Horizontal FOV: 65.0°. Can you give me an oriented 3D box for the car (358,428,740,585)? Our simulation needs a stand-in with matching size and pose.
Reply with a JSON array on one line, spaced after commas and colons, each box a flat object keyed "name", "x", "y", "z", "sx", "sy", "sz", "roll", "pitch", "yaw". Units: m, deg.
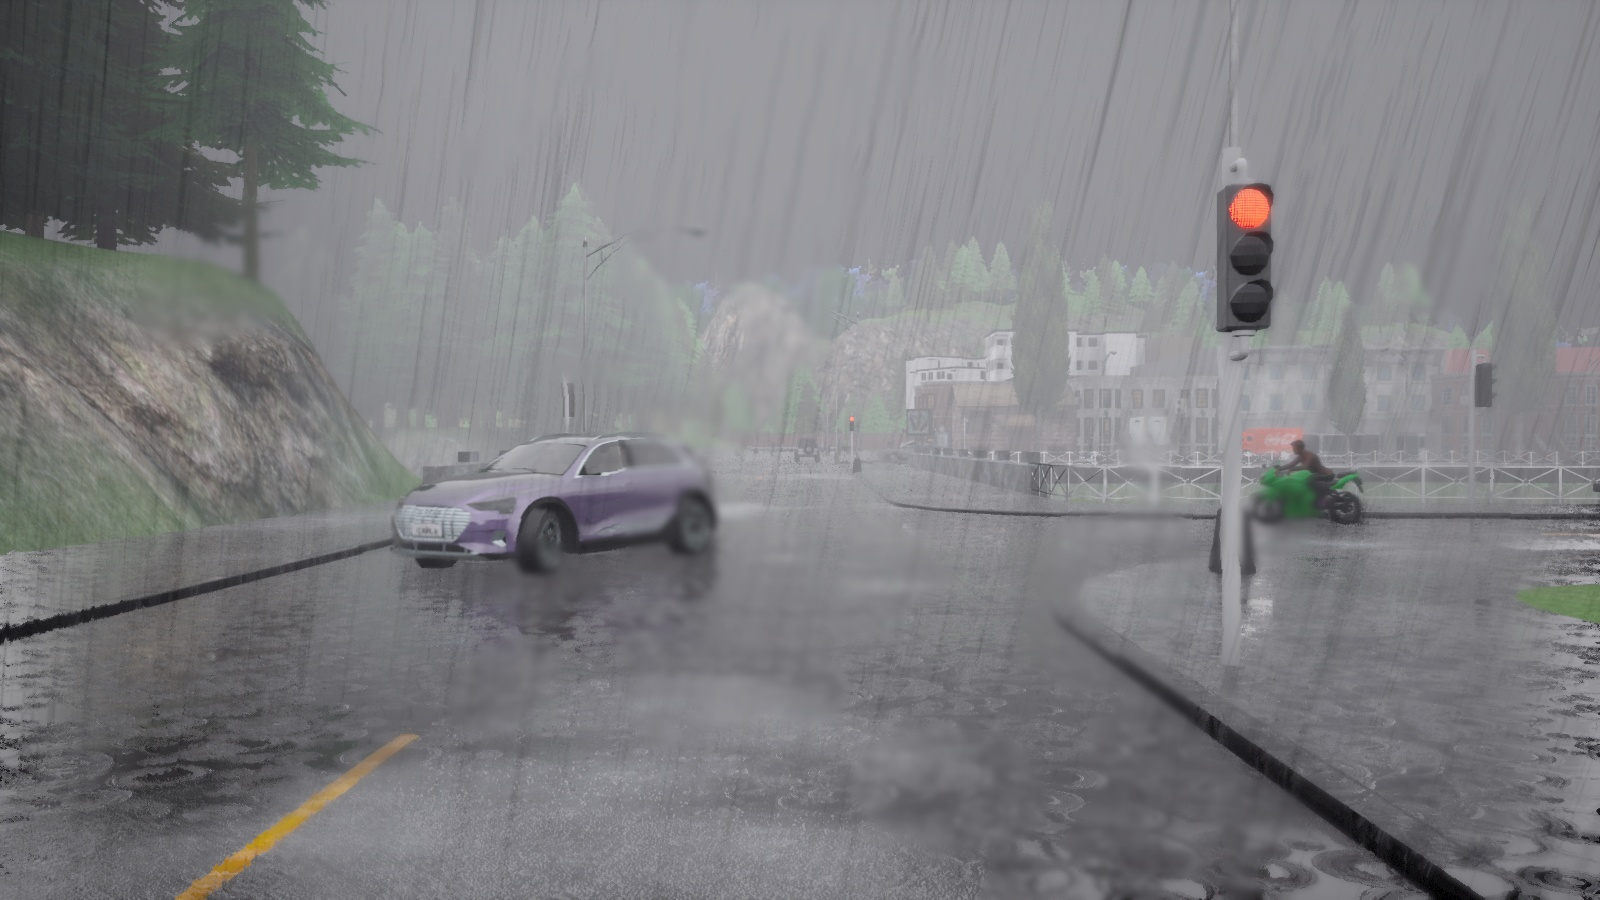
[{"name": "car", "x": -2.913, "y": 0.585, "z": 15.811, "sx": 2.033, "sy": 1.649, "sz": 4.856, "roll": 0, "pitch": 0, "yaw": 30}]

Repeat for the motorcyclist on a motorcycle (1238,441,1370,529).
[{"name": "motorcyclist on a motorcycle", "x": 8.967, "y": 0.609, "z": 22.394, "sx": 2.044, "sy": 1.523, "sz": 0.797, "roll": 0, "pitch": 0, "yaw": 0}]

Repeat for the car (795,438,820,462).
[{"name": "car", "x": 0.555, "y": -0.013, "z": 98.512, "sx": 1.905, "sy": 1.878, "sz": 3.866, "roll": 0, "pitch": 0, "yaw": -1}]

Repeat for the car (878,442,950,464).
[{"name": "car", "x": 7.987, "y": 0.211, "z": 88.097, "sx": 4.902, "sy": 1.511, "sz": 2.128, "roll": 0, "pitch": 0, "yaw": 2}]

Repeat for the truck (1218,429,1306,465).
[{"name": "truck", "x": 32.277, "y": -0.210, "z": 87.919, "sx": 5.204, "sy": 2.467, "sz": 2.627, "roll": 0, "pitch": 0, "yaw": 0}]
